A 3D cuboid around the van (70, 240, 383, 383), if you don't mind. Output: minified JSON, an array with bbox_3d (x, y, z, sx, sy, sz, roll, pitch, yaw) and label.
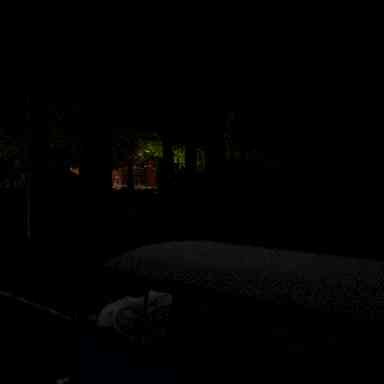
[{"bbox_3d":[0.876,1.338,2.199,3.998,1.788,1.690,0,0,35],"label":"van"}]
